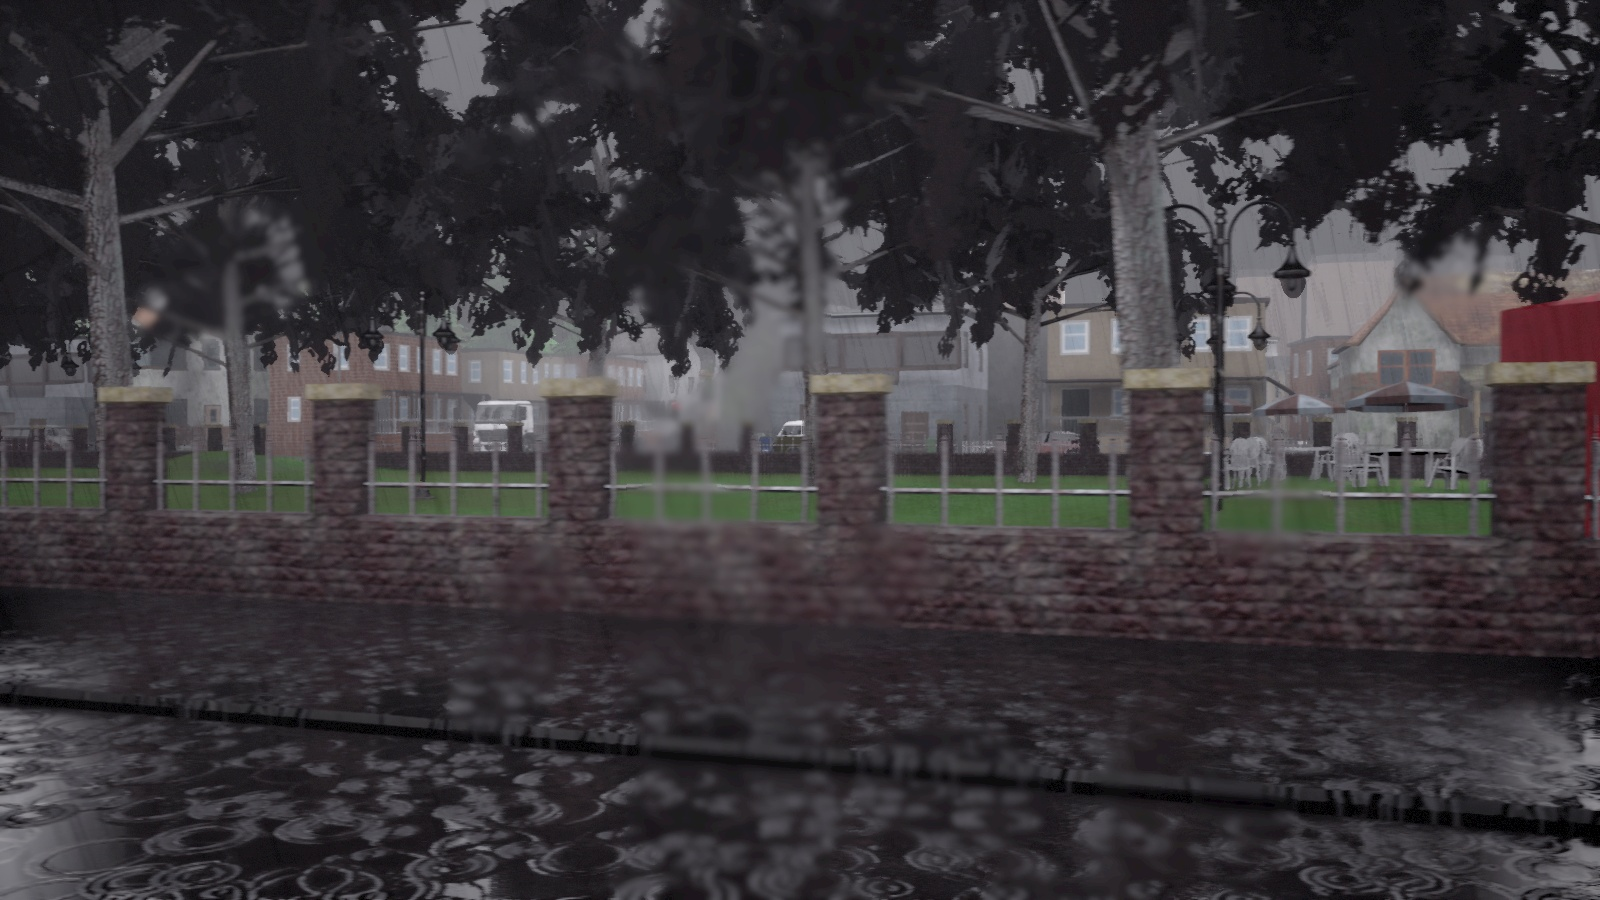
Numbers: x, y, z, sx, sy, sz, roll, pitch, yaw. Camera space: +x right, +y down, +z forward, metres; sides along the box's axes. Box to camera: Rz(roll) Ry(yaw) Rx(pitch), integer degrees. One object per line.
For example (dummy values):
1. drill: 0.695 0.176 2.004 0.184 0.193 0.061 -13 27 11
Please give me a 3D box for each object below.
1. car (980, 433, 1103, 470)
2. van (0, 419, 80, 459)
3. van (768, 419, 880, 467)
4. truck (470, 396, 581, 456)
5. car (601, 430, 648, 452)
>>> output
1. car: 10.052 0.031 52.225 4.792 1.488 2.163 1 1 18
2. van: -39.230 -0.597 64.058 4.442 1.987 1.775 0 1 16
3. van: 1.061 -0.327 55.157 4.480 2.038 2.069 1 1 18
4. truck: -16.561 -1.441 76.415 2.891 3.462 7.936 1 1 19
5. car: -12.412 -0.631 89.092 1.845 1.501 3.633 1 1 18
